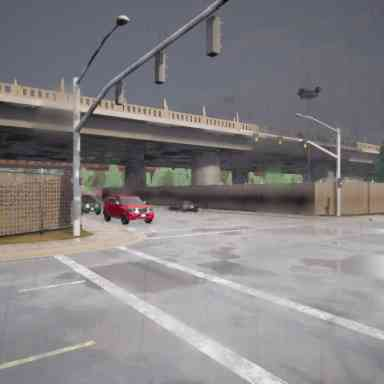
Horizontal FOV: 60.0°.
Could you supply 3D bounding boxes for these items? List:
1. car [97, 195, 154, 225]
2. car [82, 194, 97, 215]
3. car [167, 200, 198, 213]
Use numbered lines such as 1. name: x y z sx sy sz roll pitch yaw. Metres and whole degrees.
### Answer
1. car: -4.981 1.278 25.374 2.150 2.045 5.566 0 0 -36
2. car: -11.105 1.277 33.930 2.150 2.045 5.566 0 0 -36
3. car: -1.157 1.619 38.415 1.994 1.385 4.181 0 0 -36
